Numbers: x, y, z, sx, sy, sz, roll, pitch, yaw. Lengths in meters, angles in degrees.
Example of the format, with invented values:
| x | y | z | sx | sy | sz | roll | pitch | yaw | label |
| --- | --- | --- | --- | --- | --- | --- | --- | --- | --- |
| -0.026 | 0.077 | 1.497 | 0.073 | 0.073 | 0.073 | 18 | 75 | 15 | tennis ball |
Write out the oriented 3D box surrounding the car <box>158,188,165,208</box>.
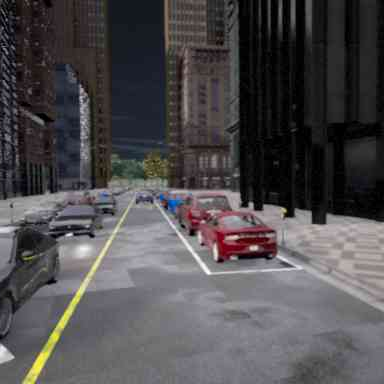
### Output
| x | y | z | sx | sy | sz | roll | pitch | yaw | label |
| --- | --- | --- | --- | --- | --- | --- | --- | --- | --- |
| -1.676 | 0.644 | 31.168 | 2.192 | 1.841 | 5.009 | -2 | 1 | -8 | car |

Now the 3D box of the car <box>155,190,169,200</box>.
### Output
| x | y | z | sx | sy | sz | roll | pitch | yaw | label |
| --- | --- | --- | --- | --- | --- | --- | --- | --- | --- |
| -4.626 | 0.484 | 50.787 | 1.802 | 1.307 | 4.206 | -2 | 2 | -8 | car |

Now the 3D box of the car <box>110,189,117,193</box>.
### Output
| x | y | z | sx | sy | sz | roll | pitch | yaw | label |
| --- | --- | --- | --- | --- | --- | --- | --- | --- | --- |
| -13.648 | 0.404 | 53.459 | 1.967 | 1.590 | 4.097 | -2 | 1 | -8 | car |

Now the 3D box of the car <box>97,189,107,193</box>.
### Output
| x | y | z | sx | sy | sz | roll | pitch | yaw | label |
| --- | --- | --- | --- | --- | --- | --- | --- | --- | --- |
| -11.455 | 0.725 | 38.788 | 1.967 | 1.590 | 4.097 | -2 | 1 | -8 | car |

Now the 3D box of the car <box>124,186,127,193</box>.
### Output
| x | y | z | sx | sy | sz | roll | pitch | yaw | label |
| --- | --- | --- | --- | --- | --- | --- | --- | --- | --- |
| -18.414 | -0.205 | 85.367 | 2.008 | 1.369 | 4.403 | -2 | 2 | -8 | car |

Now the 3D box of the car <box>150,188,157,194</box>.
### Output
| x | y | z | sx | sy | sz | roll | pitch | yaw | label |
| --- | --- | --- | --- | --- | --- | --- | --- | --- | --- |
| -10.034 | -0.387 | 86.964 | 1.752 | 1.417 | 4.829 | -2 | 2 | -8 | car |

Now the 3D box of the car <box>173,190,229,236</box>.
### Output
| x | y | z | sx | sy | sz | roll | pitch | yaw | label |
| --- | --- | --- | --- | --- | --- | --- | --- | --- | --- |
| 0.562 | 0.969 | 16.074 | 2.192 | 1.841 | 5.009 | -2 | 1 | -8 | car |

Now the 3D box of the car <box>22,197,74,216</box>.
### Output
| x | y | z | sx | sy | sz | roll | pitch | yaw | label |
| --- | --- | --- | --- | --- | --- | --- | --- | --- | --- |
| -8.564 | 1.253 | 19.466 | 2.008 | 1.369 | 4.403 | -2 | 1 | -8 | car |

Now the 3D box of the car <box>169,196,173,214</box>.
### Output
| x | y | z | sx | sy | sz | roll | pitch | yaw | label |
| --- | --- | --- | --- | --- | --- | --- | --- | --- | --- |
| -0.177 | 1.127 | 21.112 | 1.802 | 1.307 | 4.206 | -2 | 1 | -8 | car |

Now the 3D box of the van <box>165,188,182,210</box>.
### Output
| x | y | z | sx | sy | sz | roll | pitch | yaw | label |
| --- | --- | --- | --- | --- | --- | --- | --- | --- | --- |
| -0.929 | 0.778 | 26.138 | 1.690 | 1.788 | 3.998 | -2 | 1 | -8 | van |

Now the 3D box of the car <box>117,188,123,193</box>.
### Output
| x | y | z | sx | sy | sz | roll | pitch | yaw | label |
| --- | --- | --- | --- | --- | --- | --- | --- | --- | --- |
| -16.030 | 0.155 | 69.416 | 1.887 | 1.381 | 4.507 | -2 | 2 | -8 | car |

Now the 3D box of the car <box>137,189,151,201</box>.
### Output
| x | y | z | sx | sy | sz | roll | pitch | yaw | label |
| --- | --- | --- | --- | --- | --- | --- | --- | --- | --- |
| -7.302 | 0.419 | 50.696 | 1.882 | 1.535 | 5.008 | -1 | 1 | -8 | car |

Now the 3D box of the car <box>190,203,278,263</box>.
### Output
| x | y | z | sx | sy | sz | roll | pitch | yaw | label |
| --- | --- | --- | --- | --- | --- | --- | --- | --- | --- |
| 1.315 | 1.306 | 11.049 | 1.887 | 1.381 | 4.507 | -2 | 1 | -8 | car |

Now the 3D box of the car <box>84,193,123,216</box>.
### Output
| x | y | z | sx | sy | sz | roll | pitch | yaw | label |
| --- | --- | --- | --- | --- | --- | --- | --- | --- | --- |
| -6.917 | 1.058 | 26.582 | 2.033 | 1.411 | 5.357 | -1 | 1 | -8 | car |

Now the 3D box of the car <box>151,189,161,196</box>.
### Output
| x | y | z | sx | sy | sz | roll | pitch | yaw | label |
| --- | --- | --- | --- | --- | --- | --- | --- | --- | --- |
| -7.702 | 0.012 | 71.365 | 1.947 | 1.339 | 4.313 | -2 | 2 | -8 | car |

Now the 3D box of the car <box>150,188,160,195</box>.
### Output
| x | y | z | sx | sy | sz | roll | pitch | yaw | label |
| --- | --- | --- | --- | --- | --- | --- | --- | --- | --- |
| -8.471 | -0.119 | 76.508 | 2.008 | 1.369 | 4.403 | -2 | 2 | -8 | car |

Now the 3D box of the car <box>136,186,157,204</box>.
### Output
| x | y | z | sx | sy | sz | roll | pitch | yaw | label |
| --- | --- | --- | --- | --- | --- | --- | --- | --- | --- |
| -5.828 | 0.509 | 40.838 | 2.097 | 1.767 | 4.553 | -1 | 1 | -9 | car |

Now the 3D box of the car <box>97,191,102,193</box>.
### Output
| x | y | z | sx | sy | sz | roll | pitch | yaw | label |
| --- | --- | --- | --- | --- | --- | --- | --- | --- | --- |
| -10.731 | 0.934 | 33.960 | 1.887 | 1.381 | 4.507 | -2 | 1 | -8 | car |

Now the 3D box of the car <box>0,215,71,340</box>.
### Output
| x | y | z | sx | sy | sz | roll | pitch | yaw | label |
| --- | --- | --- | --- | --- | --- | --- | --- | --- | --- |
| -3.898 | 1.470 | 6.419 | 1.812 | 1.442 | 4.674 | -1 | 1 | -7 | car |

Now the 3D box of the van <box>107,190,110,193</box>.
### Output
| x | y | z | sx | sy | sz | roll | pitch | yaw | label |
| --- | --- | --- | --- | --- | --- | --- | --- | --- | --- |
| -12.180 | 0.520 | 43.617 | 1.690 | 1.788 | 3.998 | -2 | 1 | -8 | van |

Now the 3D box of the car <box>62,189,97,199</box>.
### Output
| x | y | z | sx | sy | sz | roll | pitch | yaw | label |
| --- | --- | --- | --- | --- | --- | --- | --- | --- | --- |
| -10.015 | 0.809 | 29.123 | 2.192 | 1.841 | 5.009 | -2 | 1 | -8 | car |

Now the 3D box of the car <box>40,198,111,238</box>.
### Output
| x | y | z | sx | sy | sz | roll | pitch | yaw | label |
| --- | --- | --- | --- | --- | --- | --- | --- | --- | --- |
| -5.355 | 1.285 | 16.067 | 2.033 | 1.411 | 5.357 | -1 | 1 | -9 | car |

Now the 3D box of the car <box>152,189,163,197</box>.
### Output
| x | y | z | sx | sy | sz | roll | pitch | yaw | label |
| --- | --- | --- | --- | --- | --- | --- | --- | --- | --- |
| -6.933 | 0.128 | 66.219 | 1.947 | 1.339 | 4.313 | -2 | 2 | -8 | car |
